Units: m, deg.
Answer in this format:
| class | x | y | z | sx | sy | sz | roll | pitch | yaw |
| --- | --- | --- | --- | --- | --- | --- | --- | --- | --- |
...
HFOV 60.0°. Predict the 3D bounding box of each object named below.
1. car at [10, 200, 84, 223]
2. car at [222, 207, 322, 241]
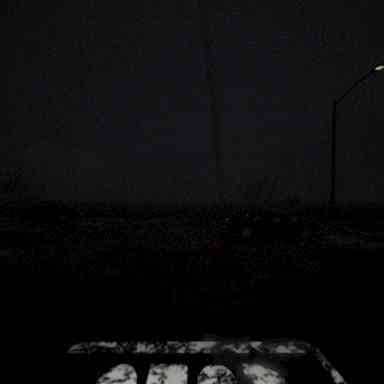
| class | x | y | z | sx | sy | sz | roll | pitch | yaw |
| --- | --- | --- | --- | --- | --- | --- | --- | --- | --- |
| car | -10.363 | 1.346 | 23.875 | 5.008 | 1.535 | 1.882 | 1 | 1 | 0 |
| car | 3.995 | 1.560 | 16.766 | 4.892 | 1.490 | 1.837 | 1 | 0 | 0 |
